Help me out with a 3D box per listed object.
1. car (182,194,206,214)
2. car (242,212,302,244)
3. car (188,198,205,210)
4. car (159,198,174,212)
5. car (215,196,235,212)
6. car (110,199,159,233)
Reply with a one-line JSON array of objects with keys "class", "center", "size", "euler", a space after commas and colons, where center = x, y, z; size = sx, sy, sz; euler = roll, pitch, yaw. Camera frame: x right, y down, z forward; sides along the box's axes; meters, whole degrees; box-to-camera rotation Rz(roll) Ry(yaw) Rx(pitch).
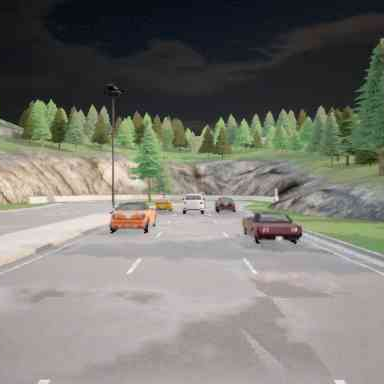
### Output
[{"class": "car", "center": [0.153, 1.221, 35.256], "size": [2.150, 2.045, 5.566], "euler": [0, 0, 0]}, {"class": "car", "center": [3.606, 1.601, 15.886], "size": [1.895, 1.301, 4.718], "euler": [0, 0, 0]}, {"class": "car", "center": [0.669, 1.564, 44.605], "size": [1.994, 1.385, 4.181], "euler": [0, 0, 6]}, {"class": "car", "center": [-3.209, 1.477, 39.583], "size": [1.882, 1.535, 5.008], "euler": [0, 0, 2]}, {"class": "car", "center": [3.728, 1.352, 37.983], "size": [2.097, 1.767, 4.553], "euler": [0, 0, 2]}, {"class": "car", "center": [-3.392, 1.352, 19.896], "size": [2.097, 1.767, 4.553], "euler": [0, 0, 0]}]
